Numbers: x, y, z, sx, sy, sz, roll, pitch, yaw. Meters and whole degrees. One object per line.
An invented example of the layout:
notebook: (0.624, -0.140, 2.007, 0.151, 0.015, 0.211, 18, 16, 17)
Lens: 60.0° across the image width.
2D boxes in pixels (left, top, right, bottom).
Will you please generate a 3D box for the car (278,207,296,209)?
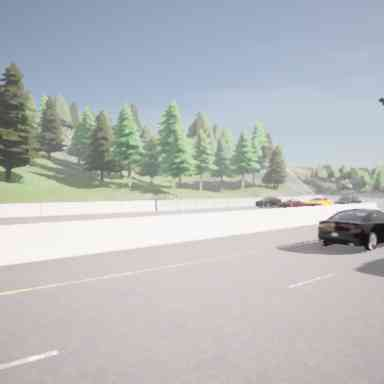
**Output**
car: (12.848, 1.510, 43.480, 1.895, 1.301, 4.718, 0, 0, 44)

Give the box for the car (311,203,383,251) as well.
car: (7.232, 1.442, 13.999, 5.008, 1.535, 1.882, 0, 0, -40)
